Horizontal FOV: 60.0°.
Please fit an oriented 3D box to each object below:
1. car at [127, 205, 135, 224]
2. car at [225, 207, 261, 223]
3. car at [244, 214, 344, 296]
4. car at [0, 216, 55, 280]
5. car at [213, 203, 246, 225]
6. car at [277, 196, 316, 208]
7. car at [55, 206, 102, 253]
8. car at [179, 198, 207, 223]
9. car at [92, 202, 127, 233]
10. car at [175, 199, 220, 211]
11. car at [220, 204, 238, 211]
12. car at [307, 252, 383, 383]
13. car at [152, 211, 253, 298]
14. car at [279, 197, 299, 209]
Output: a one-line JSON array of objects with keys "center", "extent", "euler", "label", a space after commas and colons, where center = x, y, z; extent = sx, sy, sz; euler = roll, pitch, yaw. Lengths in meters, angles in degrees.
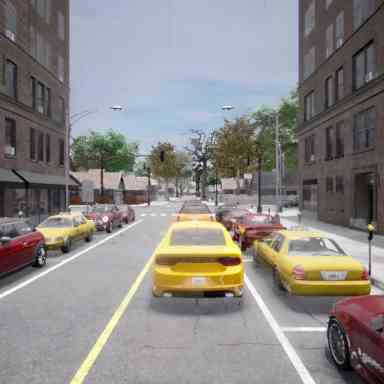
[{"center": [-5.316, 1.594, 24.930], "extent": [1.802, 1.307, 4.206], "euler": [0, 0, 0], "label": "car"}, {"center": [2.676, 1.550, 13.870], "extent": [1.887, 1.381, 4.507], "euler": [0, 0, 0], "label": "car"}, {"center": [2.660, 1.528, 8.522], "extent": [1.752, 1.417, 4.829], "euler": [0, 0, 0], "label": "car"}, {"center": [-5.365, 1.443, 8.373], "extent": [1.967, 1.590, 4.097], "euler": [0, 0, 0], "label": "car"}, {"center": [2.710, 1.578, 24.907], "extent": [1.947, 1.339, 4.313], "euler": [0, 0, 0], "label": "car"}, {"center": [14.974, 1.419, 47.845], "extent": [4.902, 1.511, 2.128], "euler": [0, 0, 0], "label": "car"}, {"center": [-5.349, 1.531, 13.722], "extent": [1.752, 1.417, 4.829], "euler": [0, 0, 0], "label": "car"}, {"center": [0.078, 1.365, 26.593], "extent": [2.097, 1.767, 4.553], "euler": [0, 0, 0], "label": "car"}, {"center": [-5.332, 1.449, 19.411], "extent": [1.967, 1.590, 4.097], "euler": [0, 0, 0], "label": "car"}, {"center": [0.151, 1.360, 17.750], "extent": [2.097, 1.767, 4.553], "euler": [0, 0, 0], "label": "car"}, {"center": [2.693, 1.591, 19.388], "extent": [1.802, 1.307, 4.206], "euler": [0, 0, 0], "label": "car"}, {"center": [2.643, 1.582, 2.834], "extent": [1.802, 1.307, 4.206], "euler": [0, 0, 0], "label": "car"}, {"center": [0.127, 1.480, 8.568], "extent": [1.882, 1.535, 5.008], "euler": [0, 0, 0], "label": "car"}, {"center": [14.388, 1.456, 44.587], "extent": [4.674, 1.442, 1.812], "euler": [0, 0, 2], "label": "car"}]
